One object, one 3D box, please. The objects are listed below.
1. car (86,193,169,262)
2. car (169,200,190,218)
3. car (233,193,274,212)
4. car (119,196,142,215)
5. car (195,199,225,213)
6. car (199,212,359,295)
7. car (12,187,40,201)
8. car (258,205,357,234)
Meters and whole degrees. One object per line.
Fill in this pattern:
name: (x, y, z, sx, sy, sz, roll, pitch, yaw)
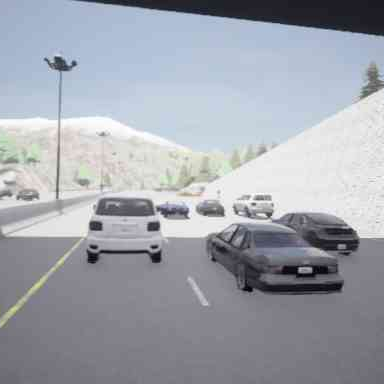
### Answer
car: (-2.255, 1.056, 11.519, 2.150, 2.045, 5.566, 2, 0, -10)
car: (-1.478, 1.326, 27.267, 1.895, 1.301, 4.718, 2, 0, -10)
car: (5.300, 1.129, 29.185, 2.150, 2.045, 5.566, 2, 0, -10)
car: (-5.378, 1.120, 29.180, 1.812, 1.442, 4.674, 2, 0, -10)
car: (1.585, 1.355, 30.053, 1.994, 1.385, 4.181, 2, 0, -10)
car: (1.748, 1.522, 8.904, 2.033, 1.411, 5.357, 2, 0, -10)
car: (-22.608, 0.221, 45.916, 2.097, 1.767, 4.553, 2, 0, -10)
car: (4.524, 1.523, 13.333, 1.837, 1.490, 4.892, 2, 0, -10)
